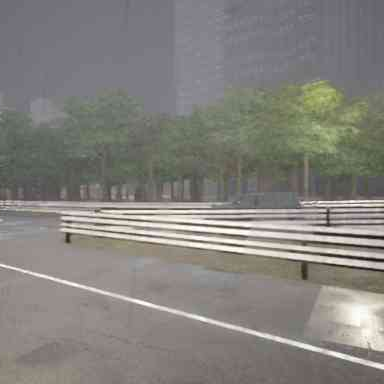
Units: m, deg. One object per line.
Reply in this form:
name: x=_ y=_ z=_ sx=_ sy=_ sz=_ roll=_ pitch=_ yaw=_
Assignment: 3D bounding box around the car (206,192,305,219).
car: x=3.624 y=1.062 z=19.387 sx=5.566 sy=2.045 sz=2.150 roll=-1 pitch=0 yaw=10
